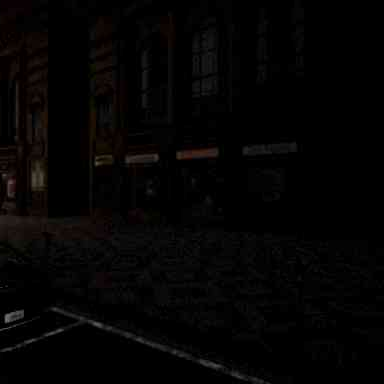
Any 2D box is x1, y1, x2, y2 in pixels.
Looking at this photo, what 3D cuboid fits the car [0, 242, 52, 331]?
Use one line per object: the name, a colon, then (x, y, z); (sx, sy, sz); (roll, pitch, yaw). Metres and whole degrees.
car: (-4.310, 1.543, 6.039); (4.403, 1.369, 2.008); (0, 0, 36)
